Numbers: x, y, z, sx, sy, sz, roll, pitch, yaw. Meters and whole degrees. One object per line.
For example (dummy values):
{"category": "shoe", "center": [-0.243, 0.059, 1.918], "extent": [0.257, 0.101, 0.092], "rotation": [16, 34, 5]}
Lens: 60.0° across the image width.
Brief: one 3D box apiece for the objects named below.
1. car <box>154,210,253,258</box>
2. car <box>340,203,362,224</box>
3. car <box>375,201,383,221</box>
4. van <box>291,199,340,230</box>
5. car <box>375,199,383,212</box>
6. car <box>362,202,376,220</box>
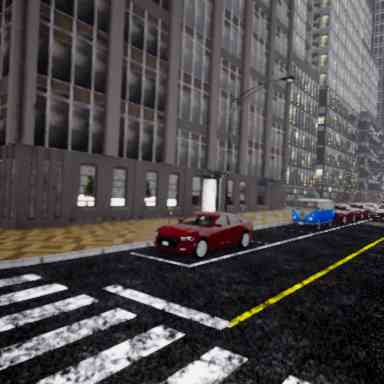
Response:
{"category": "car", "center": [0.585, 1.372, 12.047], "extent": [1.887, 1.381, 4.507], "rotation": [4, 2, 38]}
{"category": "car", "center": [11.148, 1.591, 25.329], "extent": [1.887, 1.381, 4.507], "rotation": [4, 2, 38]}
{"category": "car", "center": [17.094, 1.767, 28.643], "extent": [2.033, 1.411, 5.357], "rotation": [3, 1, 39]}
{"category": "van", "center": [7.636, 1.314, 20.897], "extent": [1.690, 1.788, 3.998], "rotation": [4, 2, 38]}
{"category": "car", "center": [25.238, 1.778, 43.035], "extent": [1.967, 1.590, 4.097], "rotation": [4, 2, 38]}
{"category": "car", "center": [14.669, 1.663, 29.756], "extent": [1.887, 1.381, 4.507], "rotation": [4, 2, 38]}
